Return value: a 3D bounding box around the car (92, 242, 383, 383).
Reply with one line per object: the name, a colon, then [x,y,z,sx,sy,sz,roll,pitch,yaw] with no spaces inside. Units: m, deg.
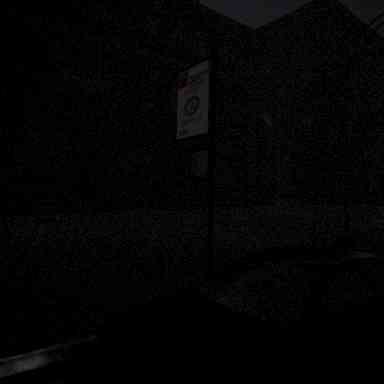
car: [1.313,1.479,4.202,5.008,1.535,1.882,0,0,-35]
